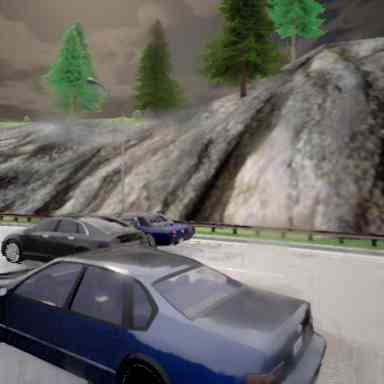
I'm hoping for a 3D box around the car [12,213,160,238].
[{"bbox_3d":[-3.584,1.417,9.935,4.892,1.490,1.837,0,0,29],"label":"car"}]

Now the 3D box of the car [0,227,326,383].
[{"bbox_3d":[-1.100,1.508,4.563,5.357,1.411,2.033,0,1,32],"label":"car"}]

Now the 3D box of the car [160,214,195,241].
[{"bbox_3d":[-2.353,1.490,13.271,4.718,1.301,1.895,0,0,28],"label":"car"}]
